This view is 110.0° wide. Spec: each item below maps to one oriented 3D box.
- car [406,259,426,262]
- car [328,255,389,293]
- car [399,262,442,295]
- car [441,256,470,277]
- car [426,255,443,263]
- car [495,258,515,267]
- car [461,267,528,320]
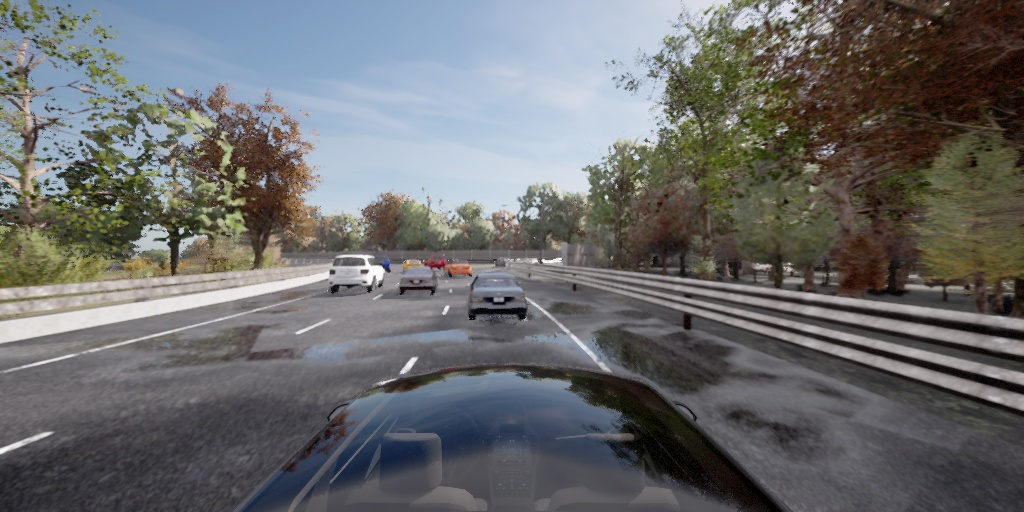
[{"bbox_3d":[-11.947,1.197,42.981,1.882,1.535,5.008,0,0,-22],"label":"car"},{"bbox_3d":[-8.907,0.970,20.947,2.150,2.045,5.566,0,0,-11],"label":"car"},{"bbox_3d":[-5.130,1.283,19.927,2.033,1.411,5.357,0,0,-11],"label":"car"},{"bbox_3d":[-5.296,1.062,34.494,2.097,1.767,4.553,0,0,-17],"label":"car"},{"bbox_3d":[-10.253,0.925,47.739,2.150,2.045,5.566,0,0,-24],"label":"car"},{"bbox_3d":[-1.100,1.140,59.710,2.128,1.511,4.902,0,0,23],"label":"car"},{"bbox_3d":[-0.605,1.279,12.642,2.033,1.411,5.357,0,0,-5],"label":"car"}]
